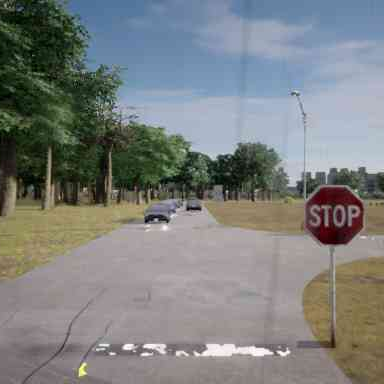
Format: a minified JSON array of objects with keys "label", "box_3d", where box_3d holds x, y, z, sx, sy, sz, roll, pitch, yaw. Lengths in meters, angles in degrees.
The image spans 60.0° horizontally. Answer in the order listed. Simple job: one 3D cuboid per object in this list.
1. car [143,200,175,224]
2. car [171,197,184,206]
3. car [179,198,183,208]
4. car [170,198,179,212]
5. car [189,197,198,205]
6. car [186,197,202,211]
[{"label":"car","box_3d":[-2.599,1.591,25.733,2.033,1.411,5.357,0,0,-2]},{"label":"car","box_3d":[-2.565,1.757,60.078,2.128,1.511,4.902,0,-1,0]},{"label":"car","box_3d":[-2.676,1.707,48.833,1.812,1.442,4.674,0,-1,1]},{"label":"car","box_3d":[-2.717,1.626,36.852,1.812,1.442,4.674,0,0,0]},{"label":"car","box_3d":[0.265,1.883,71.147,1.837,1.490,4.892,0,-1,0]},{"label":"car","box_3d":[0.247,1.711,43.936,1.994,1.385,4.181,0,0,0]}]
